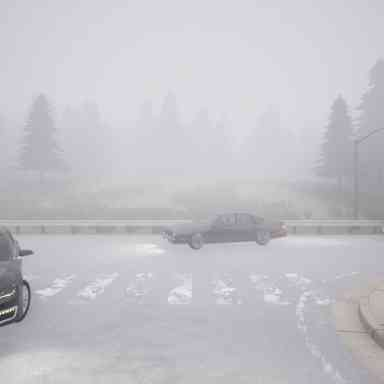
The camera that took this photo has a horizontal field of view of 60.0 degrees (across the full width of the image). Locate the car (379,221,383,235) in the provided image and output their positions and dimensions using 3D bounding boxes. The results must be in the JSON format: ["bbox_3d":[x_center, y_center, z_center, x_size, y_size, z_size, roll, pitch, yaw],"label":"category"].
[{"bbox_3d":[11.240,1.492,15.223,4.902,1.511,2.128,0,0,0],"label":"car"}]

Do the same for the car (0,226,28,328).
[{"bbox_3d":[-4.456,1.505,6.707,1.837,1.490,4.892,0,0,-28],"label":"car"}]

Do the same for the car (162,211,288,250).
[{"bbox_3d":[1.461,1.548,14.347,5.357,1.411,2.033,0,0,-20],"label":"car"}]
